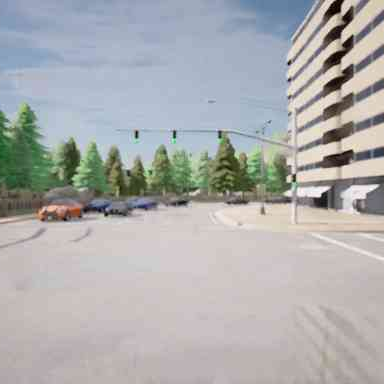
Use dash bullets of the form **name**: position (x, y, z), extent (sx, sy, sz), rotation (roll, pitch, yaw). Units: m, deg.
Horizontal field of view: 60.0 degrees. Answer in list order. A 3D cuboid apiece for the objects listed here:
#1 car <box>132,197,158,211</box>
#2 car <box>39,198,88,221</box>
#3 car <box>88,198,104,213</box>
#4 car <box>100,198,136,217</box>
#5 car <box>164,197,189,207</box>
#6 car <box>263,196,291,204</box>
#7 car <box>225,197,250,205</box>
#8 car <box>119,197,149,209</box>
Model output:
- **car**: position (-5.733, 1.469, 40.972), extent (1.882, 1.535, 5.008), rotation (0, 0, 14)
- **car**: position (-10.473, 1.346, 26.933), extent (2.097, 1.767, 4.553), rotation (0, 0, 2)
- **car**: position (-9.958, 1.470, 36.144), extent (1.882, 1.535, 5.008), rotation (0, 0, 7)
- **car**: position (-6.824, 1.557, 31.163), extent (1.994, 1.385, 4.181), rotation (0, 0, 0)
- **car**: position (-2.318, 1.467, 50.461), extent (1.882, 1.535, 5.008), rotation (0, 0, 28)
- **car**: position (15.062, 1.587, 59.888), extent (4.718, 1.301, 1.895), rotation (0, 0, -33)
- **car**: position (7.970, 1.534, 58.374), extent (5.357, 1.411, 2.033), rotation (0, 0, -44)
- **car**: position (-7.933, 1.495, 45.868), extent (1.837, 1.490, 4.892), rotation (0, 0, 19)
